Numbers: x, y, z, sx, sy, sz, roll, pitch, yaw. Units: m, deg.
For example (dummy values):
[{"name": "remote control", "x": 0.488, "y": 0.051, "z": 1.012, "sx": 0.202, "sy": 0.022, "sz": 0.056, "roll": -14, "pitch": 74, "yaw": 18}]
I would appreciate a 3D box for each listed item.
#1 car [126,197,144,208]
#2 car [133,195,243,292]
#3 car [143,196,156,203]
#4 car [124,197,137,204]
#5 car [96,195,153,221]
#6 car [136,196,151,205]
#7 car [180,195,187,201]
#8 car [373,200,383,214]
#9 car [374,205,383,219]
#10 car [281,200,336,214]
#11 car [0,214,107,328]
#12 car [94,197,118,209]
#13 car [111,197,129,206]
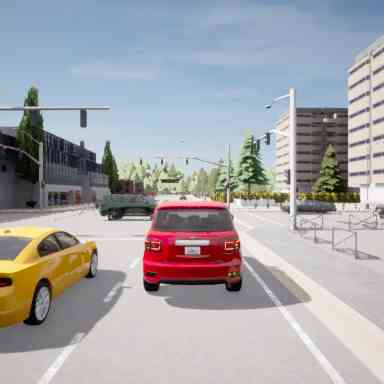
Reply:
[{"name": "car", "x": -8.388, "y": 1.505, "z": 49.256, "sx": 1.837, "sy": 1.490, "sz": 4.892, "roll": 0, "pitch": 0, "yaw": -2}, {"name": "car", "x": 0.017, "y": 1.221, "z": 9.089, "sx": 2.150, "sy": 2.045, "sz": 5.566, "roll": 0, "pitch": 0, "yaw": 0}, {"name": "car", "x": -8.859, "y": 1.540, "z": 69.831, "sx": 2.033, "sy": 1.411, "sz": 5.357, "roll": 0, "pitch": 0, "yaw": -2}, {"name": "car", "x": -12.284, "y": 1.601, "z": 66.374, "sx": 1.895, "sy": 1.301, "sz": 4.718, "roll": 0, "pitch": 0, "yaw": -1}, {"name": "car", "x": -4.518, "y": 1.222, "z": 26.555, "sx": 5.566, "sy": 2.045, "sz": 2.150, "roll": 0, "pitch": 0, "yaw": -4}, {"name": "car", "x": -8.646, "y": 1.492, "z": 59.467, "sx": 2.128, "sy": 1.511, "sz": 4.902, "roll": 0, "pitch": 0, "yaw": -1}, {"name": "car", "x": -2.333, "y": 1.524, "z": 87.170, "sx": 1.812, "sy": 1.442, "sz": 4.674, "roll": 0, "pitch": 0, "yaw": -2}, {"name": "car", "x": 22.168, "y": 1.547, "z": 34.861, "sx": 5.357, "sy": 1.411, "sz": 2.033, "roll": 0, "pitch": 0, "yaw": -2}, {"name": "car", "x": 16.170, "y": 1.505, "z": 23.967, "sx": 4.892, "sy": 1.490, "sz": 1.837, "roll": 0, "pitch": 0, "yaw": -2}, {"name": "car", "x": 12.085, "y": 1.547, "z": 34.557, "sx": 5.357, "sy": 1.411, "sz": 2.033, "roll": 0, "pitch": 0, "yaw": -2}, {"name": "car", "x": -3.478, "y": 1.478, "z": 7.101, "sx": 1.882, "sy": 1.535, "sz": 5.008, "roll": 0, "pitch": 0, "yaw": 0}, {"name": "car", "x": -11.792, "y": 1.492, "z": 45.836, "sx": 2.128, "sy": 1.511, "sz": 4.902, "roll": 0, "pitch": 0, "yaw": -2}, {"name": "car", "x": -12.061, "y": 1.547, "z": 56.088, "sx": 2.033, "sy": 1.411, "sz": 5.357, "roll": 0, "pitch": 0, "yaw": -1}]
